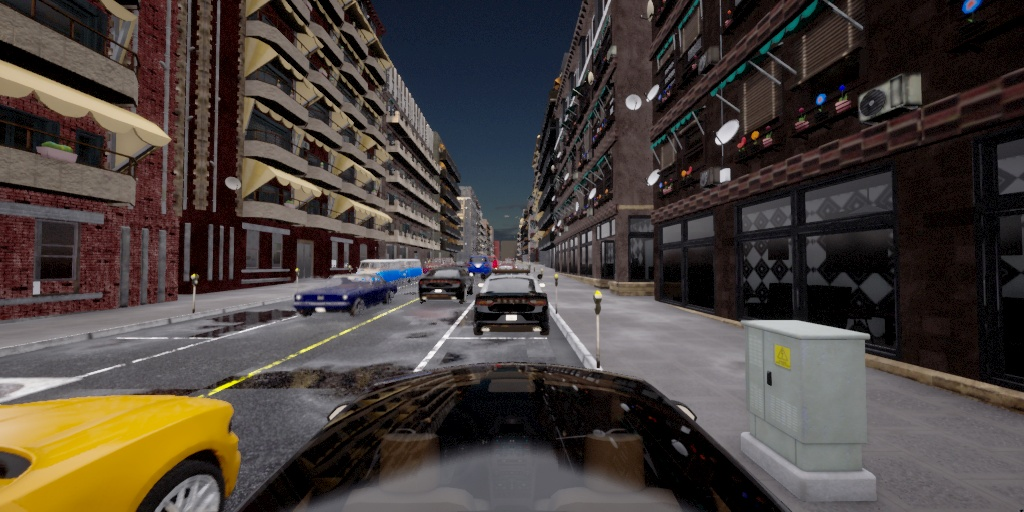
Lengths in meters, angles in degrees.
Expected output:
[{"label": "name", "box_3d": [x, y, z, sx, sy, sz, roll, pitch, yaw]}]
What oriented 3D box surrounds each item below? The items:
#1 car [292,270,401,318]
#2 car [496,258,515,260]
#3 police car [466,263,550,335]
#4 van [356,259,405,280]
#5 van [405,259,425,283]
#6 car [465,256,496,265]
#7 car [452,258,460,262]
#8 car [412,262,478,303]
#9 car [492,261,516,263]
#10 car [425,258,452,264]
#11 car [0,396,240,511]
[{"label": "car", "box_3d": [-5.872, 1.358, 13.214, 1.895, 1.301, 4.718, 0, 0, 0]}, {"label": "car", "box_3d": [-0.447, 1.240, 39.134, 1.967, 1.591, 4.097, 0, 0, 0]}, {"label": "police car", "box_3d": [-0.012, 1.180, 10.613, 1.930, 1.638, 5.238, 0, 0, 0]}, {"label": "van", "box_3d": [-8.336, 1.108, 22.602, 1.690, 1.789, 3.998, 0, 0, 0]}, {"label": "van", "box_3d": [-8.337, 1.117, 28.134, 1.690, 1.789, 3.998, 0, 0, 0]}, {"label": "car", "box_3d": [-3.023, 1.011, 34.575, 2.150, 2.045, 5.566, 0, 0, 0]}, {"label": "car", "box_3d": [-8.338, 1.128, 44.724, 2.192, 1.841, 5.009, 0, 0, 0]}, {"label": "car", "box_3d": [-2.922, 1.238, 16.717, 1.882, 1.535, 5.008, 0, 0, 0]}, {"label": "car", "box_3d": [-0.454, 1.322, 28.072, 1.888, 1.381, 4.507, 0, 0, 0]}, {"label": "car", "box_3d": [-8.337, 1.115, 39.194, 2.192, 1.841, 5.009, 0, 0, 0]}, {"label": "car", "box_3d": [-2.921, 1.227, 0.565, 1.882, 1.535, 5.008, 0, 0, 0]}]
